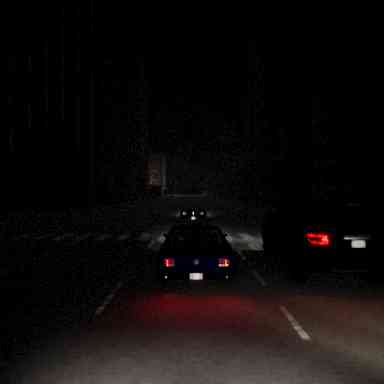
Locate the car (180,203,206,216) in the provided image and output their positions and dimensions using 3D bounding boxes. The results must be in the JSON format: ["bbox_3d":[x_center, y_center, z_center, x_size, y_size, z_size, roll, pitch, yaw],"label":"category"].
[{"bbox_3d":[0.096,1.533,25.722,1.895,1.301,4.718,0,0,0],"label":"car"}]

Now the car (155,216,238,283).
[{"bbox_3d":[0.095,1.594,9.639,1.895,1.301,4.718,0,0,0],"label":"car"}]

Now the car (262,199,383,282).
[{"bbox_3d":[3.608,1.214,9.867,2.150,2.045,5.566,0,0,0],"label":"car"}]
